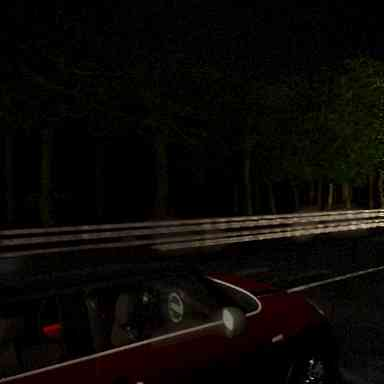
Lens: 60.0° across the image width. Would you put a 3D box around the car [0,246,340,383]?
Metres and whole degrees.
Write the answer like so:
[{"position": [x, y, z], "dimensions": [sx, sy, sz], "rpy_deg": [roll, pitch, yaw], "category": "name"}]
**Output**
[{"position": [-0.568, 1.348, 3.284], "dimensions": [4.553, 1.767, 2.097], "rpy_deg": [0, 0, -35], "category": "car"}]
